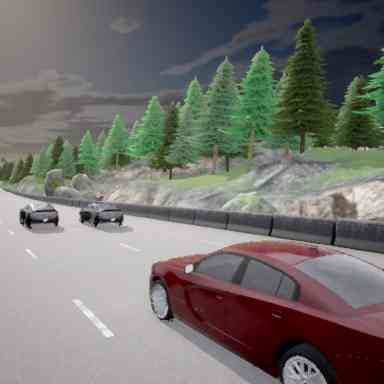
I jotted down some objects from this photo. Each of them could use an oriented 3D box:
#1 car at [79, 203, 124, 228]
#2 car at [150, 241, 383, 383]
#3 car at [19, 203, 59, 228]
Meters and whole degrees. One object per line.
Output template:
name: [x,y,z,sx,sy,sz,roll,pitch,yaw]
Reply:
car: [-6.140,1.465,22.204,2.128,1.511,4.902,0,0,-34]
car: [1.094,1.476,4.953,1.882,1.535,5.008,0,0,-34]
car: [-10.055,1.459,21.775,2.128,1.511,4.902,0,0,-34]
